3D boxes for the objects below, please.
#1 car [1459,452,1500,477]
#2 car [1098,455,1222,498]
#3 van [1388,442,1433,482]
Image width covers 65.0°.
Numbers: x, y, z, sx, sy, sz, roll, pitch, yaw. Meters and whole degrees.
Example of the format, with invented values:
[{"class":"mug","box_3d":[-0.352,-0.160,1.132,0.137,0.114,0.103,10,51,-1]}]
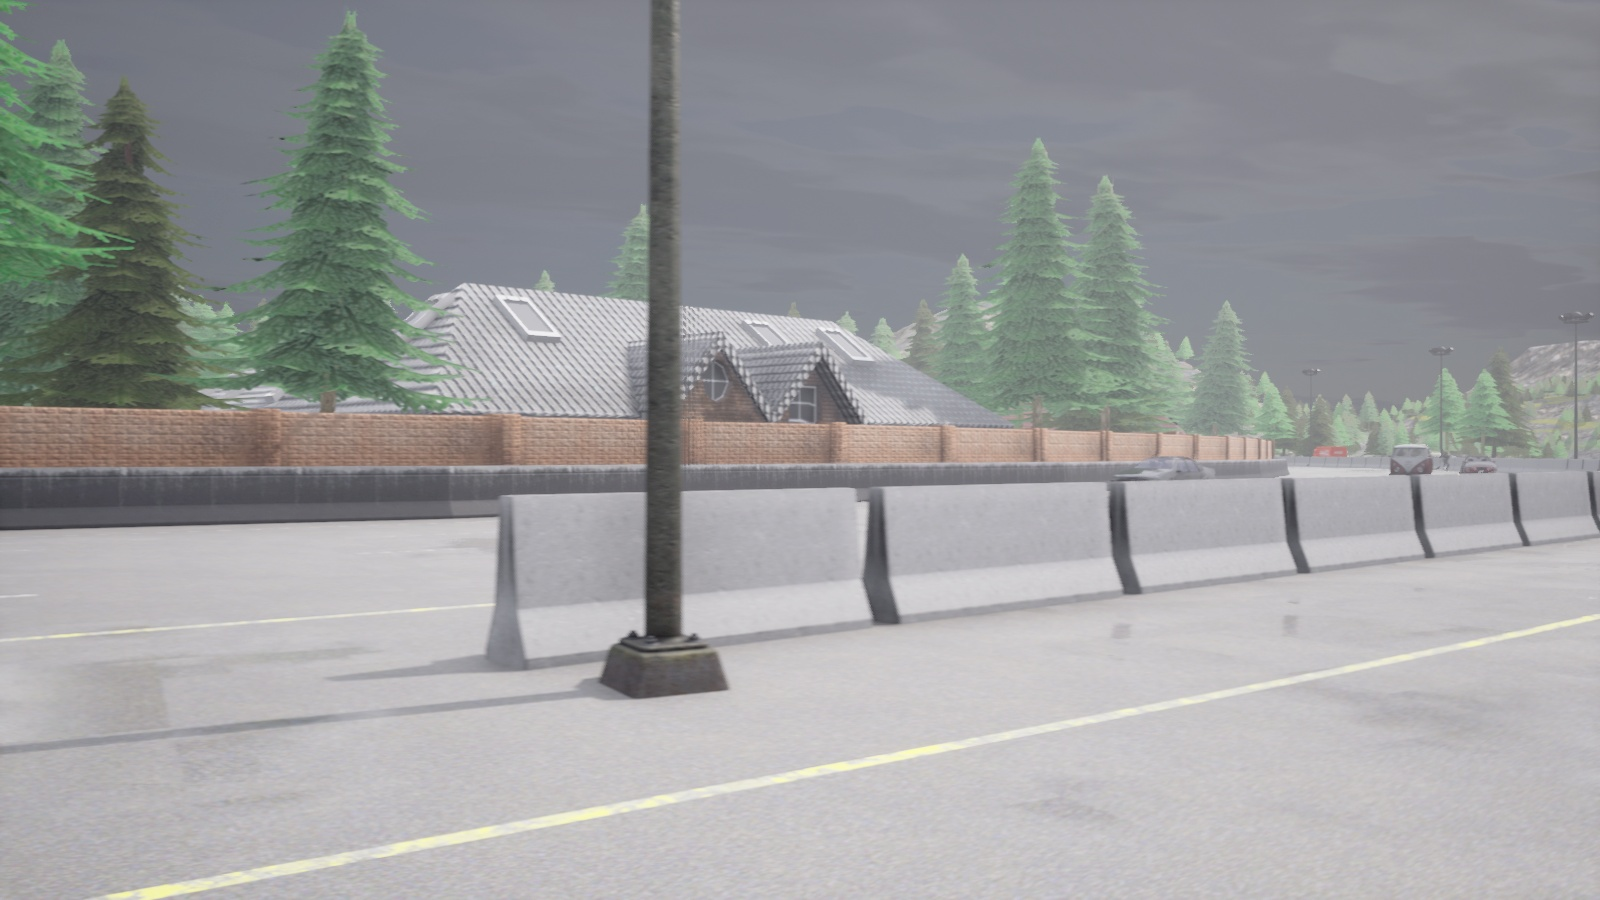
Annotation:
[{"class":"car","box_3d":[41.693,0.862,77.124,1.816,1.474,4.193,0,0,24]},{"class":"car","box_3d":[12.560,0.875,43.566,2.033,1.411,5.357,0,0,41]},{"class":"van","box_3d":[30.887,0.590,63.495,1.775,1.987,4.442,0,0,30]}]
